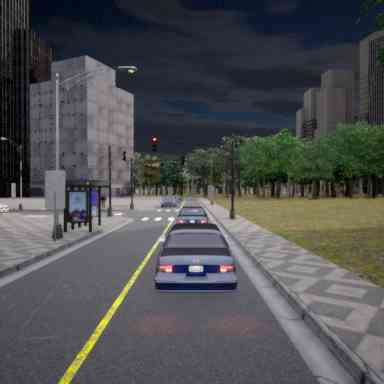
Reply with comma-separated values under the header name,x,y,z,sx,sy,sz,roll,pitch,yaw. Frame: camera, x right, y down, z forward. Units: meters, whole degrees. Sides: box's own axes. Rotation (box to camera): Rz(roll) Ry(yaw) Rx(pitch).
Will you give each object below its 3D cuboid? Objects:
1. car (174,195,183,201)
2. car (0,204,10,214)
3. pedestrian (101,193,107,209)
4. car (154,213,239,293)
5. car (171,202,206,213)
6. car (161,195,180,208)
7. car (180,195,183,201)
name,x,y,z,sx,sy,sz,roll,pitch,yaw
car,-3.166,1.428,76.788,1.994,1.385,4.181,0,0,0
car,-20.164,1.461,32.200,4.674,1.442,1.812,0,0,1
pedestrian,-10.138,1.050,38.174,0.375,1.860,0.375,0,0,1
car,0.080,1.545,8.987,2.033,1.411,5.357,0,0,0
car,0.050,1.538,19.322,2.033,1.411,5.357,0,0,1
car,-3.162,1.307,46.468,2.097,1.767,4.553,0,0,0
car,-3.158,1.420,61.961,2.128,1.511,4.902,0,0,0
